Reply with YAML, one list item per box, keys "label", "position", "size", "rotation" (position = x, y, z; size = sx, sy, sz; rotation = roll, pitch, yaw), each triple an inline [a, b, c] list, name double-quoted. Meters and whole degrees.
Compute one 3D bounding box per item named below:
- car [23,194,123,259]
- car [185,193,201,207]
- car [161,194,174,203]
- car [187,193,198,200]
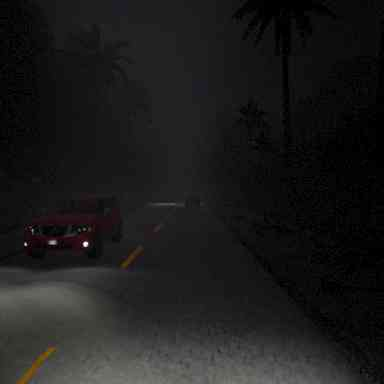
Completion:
- label: "car"
  position: [-4.094, 1.114, 12.545]
  size: [2.150, 2.045, 5.566]
  rotation: [0, 0, 0]
- label: "car"
  position: [0.097, 1.120, 42.938]
  size: [2.128, 1.511, 4.902]
  rotation: [0, 0, 0]
- label: "car"
  position: [-4.031, 1.089, 55.123]
  size: [1.994, 1.385, 4.181]
  rotation: [0, 1, 1]
- label: "car"
  position: [0.102, 0.898, 68.767]
  size: [2.128, 1.511, 4.902]
  rotation: [0, 0, 0]
